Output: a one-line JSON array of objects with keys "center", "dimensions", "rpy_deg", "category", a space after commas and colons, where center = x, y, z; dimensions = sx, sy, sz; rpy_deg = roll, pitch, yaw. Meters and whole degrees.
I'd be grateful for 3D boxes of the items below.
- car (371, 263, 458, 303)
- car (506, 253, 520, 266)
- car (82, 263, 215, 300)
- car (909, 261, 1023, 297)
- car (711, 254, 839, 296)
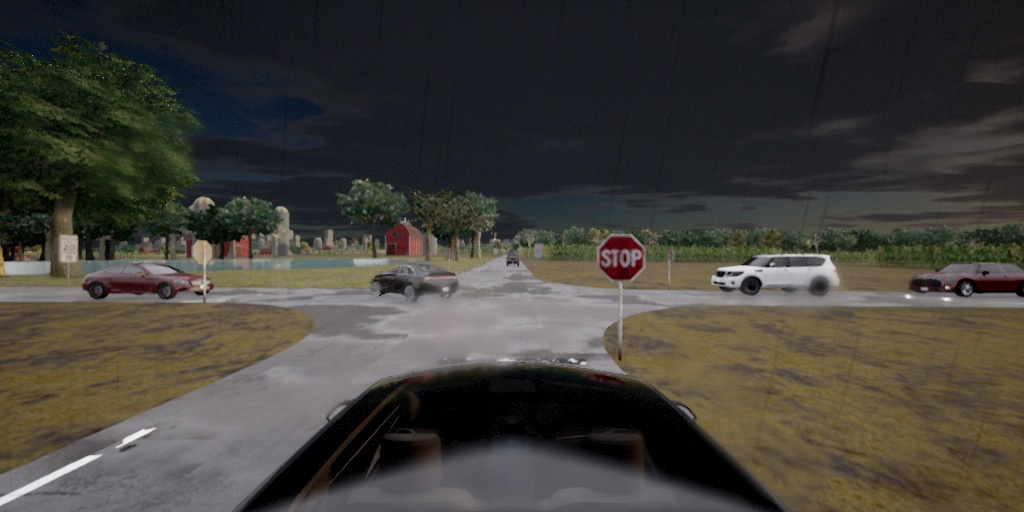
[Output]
[{"center": [-4.308, 1.060, 15.414], "dimensions": [4.902, 1.511, 2.128], "rpy_deg": [0, -1, 44], "category": "car"}, {"center": [0.129, 0.676, 54.128], "dimensions": [1.837, 1.490, 4.892], "rpy_deg": [0, 1, 0], "category": "car"}, {"center": [-15.483, 1.039, 15.345], "dimensions": [4.674, 1.442, 1.812], "rpy_deg": [0, 0, 1], "category": "car"}, {"center": [23.343, 1.119, 18.322], "dimensions": [4.553, 1.767, 2.097], "rpy_deg": [0, 0, 0], "category": "car"}, {"center": [13.348, 0.914, 18.350], "dimensions": [5.566, 2.045, 2.150], "rpy_deg": [0, 0, 1], "category": "car"}]
